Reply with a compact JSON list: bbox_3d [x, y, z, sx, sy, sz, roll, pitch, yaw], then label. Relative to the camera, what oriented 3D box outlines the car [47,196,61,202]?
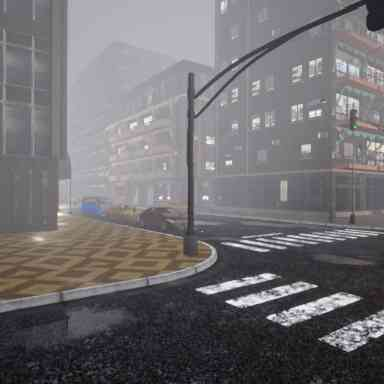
[{"bbox_3d":[-31.205,1.490,75.313,1.947,1.339,4.313,0,0,-36],"label":"car"}]

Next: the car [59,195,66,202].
[{"bbox_3d":[-27.906,1.361,70.712,1.967,1.590,4.097,0,0,-36],"label":"car"}]

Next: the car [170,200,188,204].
[{"bbox_3d":[-1.603,1.488,34.029,1.752,1.417,4.829,0,0,-36],"label":"car"}]

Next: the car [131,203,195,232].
[{"bbox_3d":[-1.713,1.526,19.803,1.802,1.307,4.206,0,0,-36],"label":"car"}]

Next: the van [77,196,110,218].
[{"bbox_3d":[-8.313,1.266,29.008,1.690,1.788,3.998,0,0,-36],"label":"van"}]

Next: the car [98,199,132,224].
[{"bbox_3d":[-4.914,1.459,24.267,1.752,1.417,4.829,0,0,-36],"label":"car"}]

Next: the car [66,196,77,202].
[{"bbox_3d":[-21.405,1.448,61.645,1.752,1.417,4.829,0,0,-36],"label":"car"}]
